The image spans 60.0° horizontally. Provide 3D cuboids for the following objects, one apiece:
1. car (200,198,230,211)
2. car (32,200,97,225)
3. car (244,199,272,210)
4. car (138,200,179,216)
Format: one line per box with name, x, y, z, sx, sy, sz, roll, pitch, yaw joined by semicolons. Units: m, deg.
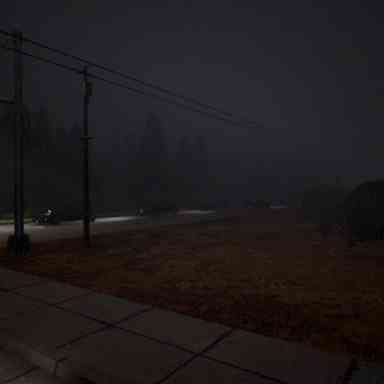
car;2.933;1.463;41.538;1.882;1.535;5.008;0;0;37
car;-9.437;1.445;24.879;2.097;1.767;4.553;0;0;37
car;8.552;1.540;42.936;1.895;1.301;4.718;0;0;37
car;-3.279;1.530;33.184;2.128;1.511;4.902;0;0;37
